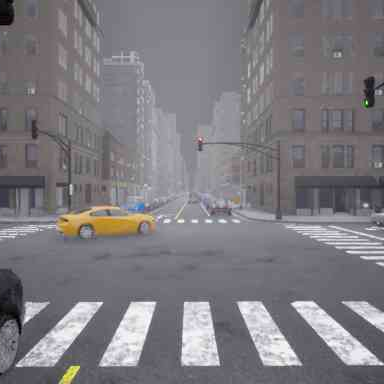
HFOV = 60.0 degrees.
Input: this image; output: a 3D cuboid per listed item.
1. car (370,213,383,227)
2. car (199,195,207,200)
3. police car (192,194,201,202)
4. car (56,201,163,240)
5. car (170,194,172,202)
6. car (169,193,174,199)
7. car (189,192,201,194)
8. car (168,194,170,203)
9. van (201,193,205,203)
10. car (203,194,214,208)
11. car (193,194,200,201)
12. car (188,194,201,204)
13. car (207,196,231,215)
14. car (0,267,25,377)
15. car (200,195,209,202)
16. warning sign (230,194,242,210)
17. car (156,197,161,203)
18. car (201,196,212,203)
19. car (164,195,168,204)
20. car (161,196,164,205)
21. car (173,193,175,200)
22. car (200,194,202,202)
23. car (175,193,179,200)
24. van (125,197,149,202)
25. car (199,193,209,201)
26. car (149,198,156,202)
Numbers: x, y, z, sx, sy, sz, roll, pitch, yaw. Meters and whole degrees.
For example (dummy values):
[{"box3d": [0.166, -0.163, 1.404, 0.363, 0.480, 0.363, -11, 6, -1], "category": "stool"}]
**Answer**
[{"box3d": [13.747, 1.615, 20.656, 4.718, 1.301, 1.895, 0, 0, 0], "category": "car"}, {"box3d": [3.033, 1.558, 90.012, 1.947, 1.339, 4.313, 0, 0, 0], "category": "car"}, {"box3d": [1.119, 1.422, 79.417, 1.930, 1.638, 5.238, 0, 0, -1], "category": "police car"}, {"box3d": [-4.313, 1.477, 17.172, 5.008, 1.535, 1.882, 0, 1, -35], "category": "car"}, {"box3d": [-5.585, 1.567, 67.362, 1.947, 1.339, 4.313, 0, 0, 0], "category": "car"}, {"box3d": [-5.562, 1.544, 73.029, 1.887, 1.381, 4.507, 0, 0, 0], "category": "car"}, {"box3d": [0.296, 1.039, 72.923, 2.150, 2.045, 5.566, 0, 0, 0], "category": "car"}, {"box3d": [-5.609, 1.527, 61.523, 1.752, 1.417, 4.829, 0, 0, 0], "category": "car"}, {"box3d": [2.893, 1.344, 55.996, 1.690, 1.788, 3.998, 0, 0, 0], "category": "van"}, {"box3d": [2.847, 1.443, 44.657, 1.967, 1.590, 4.097, 0, 0, 0], "category": "car"}, {"box3d": [1.151, 1.448, 89.512, 1.801, 1.575, 5.366, 0, 0, 0], "category": "car"}, {"box3d": [0.255, 1.566, 62.890, 1.994, 1.385, 4.181, 0, 0, 0], "category": "car"}, {"box3d": [2.801, 1.442, 33.319, 1.967, 1.590, 4.097, 0, 0, 0], "category": "car"}, {"box3d": [-3.024, 1.491, 2.632, 2.128, 1.511, 4.902, 0, 0, -6], "category": "car"}, {"box3d": [2.987, 1.437, 78.673, 1.967, 1.590, 4.097, 0, 0, 0], "category": "car"}, {"box3d": [5.226, 1.118, 39.304, 1.300, 1.860, 1.060, 0, 0, 0], "category": "warning sign"}, {"box3d": [-5.678, 1.569, 44.689, 1.947, 1.339, 4.313, 0, 0, 0], "category": "car"}, {"box3d": [2.940, 1.551, 67.335, 2.008, 1.369, 4.403, 0, 0, 0], "category": "car"}, {"box3d": [-5.632, 1.569, 56.025, 1.947, 1.339, 4.313, 0, 0, 0], "category": "car"}, {"box3d": [-5.655, 1.585, 50.357, 1.802, 1.307, 4.206, 0, 0, 0], "category": "car"}, {"box3d": [-5.539, 1.522, 78.528, 1.752, 1.417, 4.829, 0, 0, 0], "category": "car"}, {"box3d": [2.918, 1.527, 61.835, 1.752, 1.417, 4.829, 0, 0, 0], "category": "car"}, {"box3d": [-5.492, 1.307, 90.035, 2.192, 1.841, 5.009, 0, 0, 0], "category": "car"}, {"box3d": [-5.725, 1.343, 33.352, 1.690, 1.788, 3.998, 0, 0, 0], "category": "van"}, {"box3d": [3.010, 1.309, 84.342, 2.192, 1.841, 5.009, 0, 0, 0], "category": "car"}, {"box3d": [-5.702, 1.443, 39.020, 1.967, 1.590, 4.097, 0, 0, 0], "category": "car"}]
